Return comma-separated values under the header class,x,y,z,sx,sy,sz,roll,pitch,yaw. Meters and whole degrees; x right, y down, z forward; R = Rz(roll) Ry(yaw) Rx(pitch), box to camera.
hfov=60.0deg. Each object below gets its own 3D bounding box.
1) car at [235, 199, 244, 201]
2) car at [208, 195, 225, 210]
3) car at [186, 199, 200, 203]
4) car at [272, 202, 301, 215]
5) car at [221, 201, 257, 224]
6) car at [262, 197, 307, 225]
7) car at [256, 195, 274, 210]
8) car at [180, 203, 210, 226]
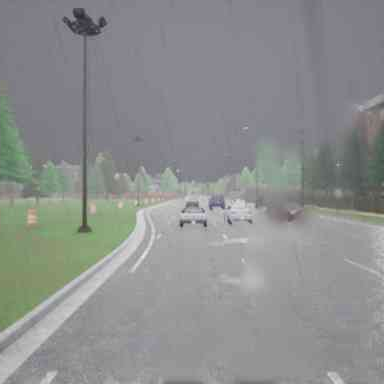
class,x,y,z,sx,sy,sz,roll,pitch,yaw
car,7.086,1.827,49.771,1.812,1.442,4.674,0,0,0
car,3.585,1.513,48.295,2.150,2.045,5.566,0,0,0
car,0.084,1.773,48.759,1.882,1.535,5.008,0,0,0
car,10.500,1.827,37.348,1.895,1.301,4.718,0,0,0
car,3.587,1.685,26.258,1.812,1.442,4.674,0,0,0
car,7.100,1.507,25.508,2.097,1.767,4.553,0,0,0
car,10.502,1.510,47.502,2.150,2.045,5.566,0,0,0
car,0.100,1.750,24.542,1.895,1.301,4.718,0,0,0
